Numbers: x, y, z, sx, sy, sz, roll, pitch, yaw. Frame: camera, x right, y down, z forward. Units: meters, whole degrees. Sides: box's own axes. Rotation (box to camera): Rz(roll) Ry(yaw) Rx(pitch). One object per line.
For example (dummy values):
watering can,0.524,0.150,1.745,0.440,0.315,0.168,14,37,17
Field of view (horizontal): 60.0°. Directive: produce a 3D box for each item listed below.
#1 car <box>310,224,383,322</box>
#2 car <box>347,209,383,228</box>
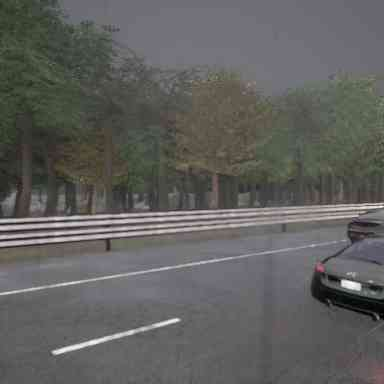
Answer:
car,4.350,1.559,6.848,4.181,1.385,1.994,0,0,-35
car,8.500,1.493,14.105,4.892,1.490,1.837,0,0,-35
